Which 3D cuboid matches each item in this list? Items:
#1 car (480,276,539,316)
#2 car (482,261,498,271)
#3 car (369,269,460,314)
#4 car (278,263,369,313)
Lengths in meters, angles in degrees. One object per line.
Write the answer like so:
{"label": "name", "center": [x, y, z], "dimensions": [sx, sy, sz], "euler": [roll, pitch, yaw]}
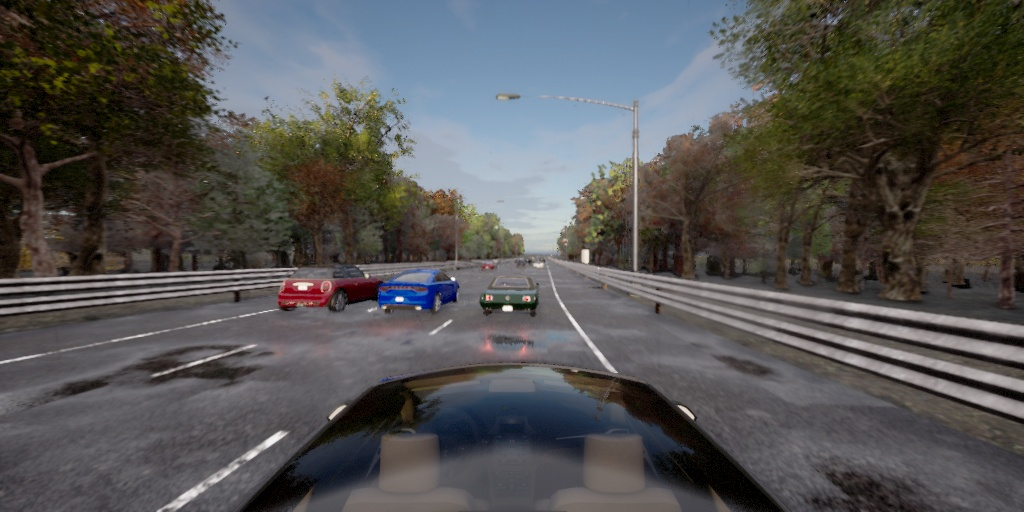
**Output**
{"label": "car", "center": [0.077, 1.405, 13.734], "dimensions": [1.895, 1.301, 4.718], "euler": [0, 0, 5]}
{"label": "car", "center": [-3.310, 1.467, 53.276], "dimensions": [1.812, 1.442, 4.674], "euler": [0, 0, 5]}
{"label": "car", "center": [-3.408, 1.261, 14.067], "dimensions": [1.882, 1.535, 5.008], "euler": [0, 0, 5]}
{"label": "car", "center": [-6.901, 1.112, 14.284], "dimensions": [2.097, 1.767, 4.553], "euler": [0, 0, 5]}
